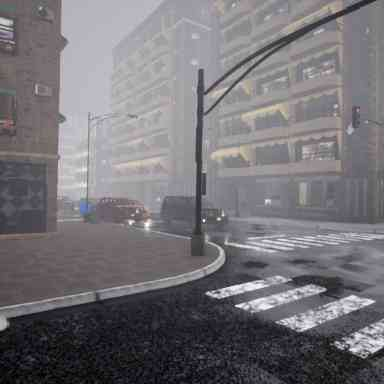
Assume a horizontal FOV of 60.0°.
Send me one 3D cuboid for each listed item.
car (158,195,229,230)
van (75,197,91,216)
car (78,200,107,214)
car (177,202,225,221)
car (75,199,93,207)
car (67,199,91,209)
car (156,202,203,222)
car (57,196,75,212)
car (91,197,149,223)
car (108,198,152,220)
[{"bbox_3d":[-0.023,1.249,21.802,2.150,2.045,5.566,1,-1,-36],"label":"car"},{"bbox_3d":[-8.848,1.354,29.956,1.690,1.788,3.998,1,-1,-35],"label":"van"},{"bbox_3d":[-11.332,1.657,37.731,1.994,1.385,4.181,1,-1,-35],"label":"car"},{"bbox_3d":[0.703,1.685,30.116,1.752,1.417,4.829,1,-1,-35],"label":"car"},{"bbox_3d":[-18.587,1.866,57.239,1.802,1.307,4.206,1,-1,-35],"label":"car"},{"bbox_3d":[-17.561,1.759,51.552,2.033,1.411,5.357,1,-1,-35],"label":"car"},{"bbox_3d":[-1.166,1.633,28.454,1.812,1.442,4.674,1,-1,-35],"label":"car"},{"bbox_3d":[-15.310,1.368,39.044,2.192,1.841,5.009,1,-1,-35],"label":"car"},{"bbox_3d":[-5.615,1.309,25.412,2.192,1.841,5.009,1,-1,-35],"label":"car"},{"bbox_3d":[-5.596,1.410,29.647,2.097,1.767,4.553,1,-1,-35],"label":"car"}]
